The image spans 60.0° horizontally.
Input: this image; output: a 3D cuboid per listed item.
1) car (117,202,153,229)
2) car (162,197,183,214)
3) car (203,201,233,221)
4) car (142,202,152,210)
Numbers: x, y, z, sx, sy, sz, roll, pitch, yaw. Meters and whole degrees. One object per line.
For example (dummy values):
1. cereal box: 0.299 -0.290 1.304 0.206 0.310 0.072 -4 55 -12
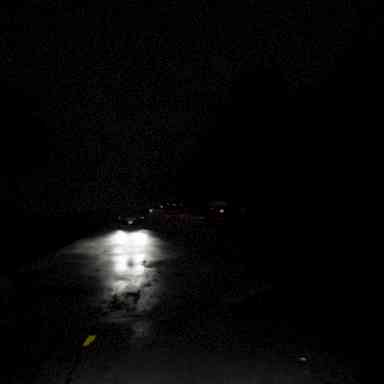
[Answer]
1. car: -3.880 1.601 22.595 2.128 1.511 4.902 0 -1 -4
2. car: -2.409 1.685 42.738 2.150 2.045 5.566 0 -1 -7
3. car: 2.141 1.531 28.135 2.163 1.488 4.792 0 -1 -4
4. car: -8.726 2.617 64.354 1.812 1.442 4.674 0 -2 -9
